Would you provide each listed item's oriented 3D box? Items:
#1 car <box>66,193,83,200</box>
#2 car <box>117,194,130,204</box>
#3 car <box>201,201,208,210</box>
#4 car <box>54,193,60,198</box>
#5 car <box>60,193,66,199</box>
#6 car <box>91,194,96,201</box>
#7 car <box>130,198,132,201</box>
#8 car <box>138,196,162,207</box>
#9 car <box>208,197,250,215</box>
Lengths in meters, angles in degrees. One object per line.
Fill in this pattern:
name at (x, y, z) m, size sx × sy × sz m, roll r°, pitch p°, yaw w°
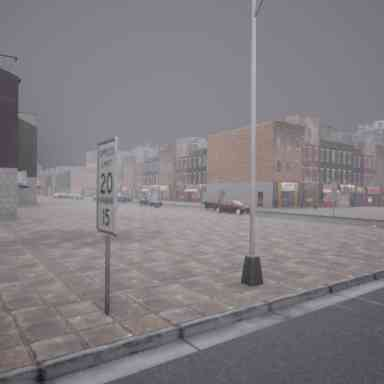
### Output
car at (-24.698, 0.965, 71.250) m, size 2.008 × 1.369 × 4.403 m, roll 1°, pitch 0°, yaw -35°
car at (-12.135, 1.047, 52.877) m, size 1.882 × 1.535 × 5.008 m, roll 1°, pitch 0°, yaw -35°
car at (2.968, 1.272, 36.942) m, size 1.882 × 1.535 × 5.008 m, roll 1°, pitch 0°, yaw -35°
car at (-31.055, 0.892, 80.212) m, size 1.887 × 1.381 × 4.507 m, roll 1°, pitch 0°, yaw -35°
car at (-27.876, 0.924, 75.731) m, size 1.887 × 1.381 × 4.507 m, roll 1°, pitch 0°, yaw -35°
car at (-16.190, 1.019, 58.584) m, size 1.837 × 1.490 × 4.892 m, roll 1°, pitch 0°, yaw -35°
car at (-12.399, 1.163, 58.632) m, size 1.895 × 1.301 × 4.718 m, roll 1°, pitch 0°, yaw -35°
car at (-5.628, 1.230, 44.363) m, size 1.947 × 1.339 × 4.313 m, roll 1°, pitch 0°, yaw -35°
car at (3.906, 1.367, 30.921) m, size 1.887 × 1.381 × 4.507 m, roll 1°, pitch 0°, yaw -35°
